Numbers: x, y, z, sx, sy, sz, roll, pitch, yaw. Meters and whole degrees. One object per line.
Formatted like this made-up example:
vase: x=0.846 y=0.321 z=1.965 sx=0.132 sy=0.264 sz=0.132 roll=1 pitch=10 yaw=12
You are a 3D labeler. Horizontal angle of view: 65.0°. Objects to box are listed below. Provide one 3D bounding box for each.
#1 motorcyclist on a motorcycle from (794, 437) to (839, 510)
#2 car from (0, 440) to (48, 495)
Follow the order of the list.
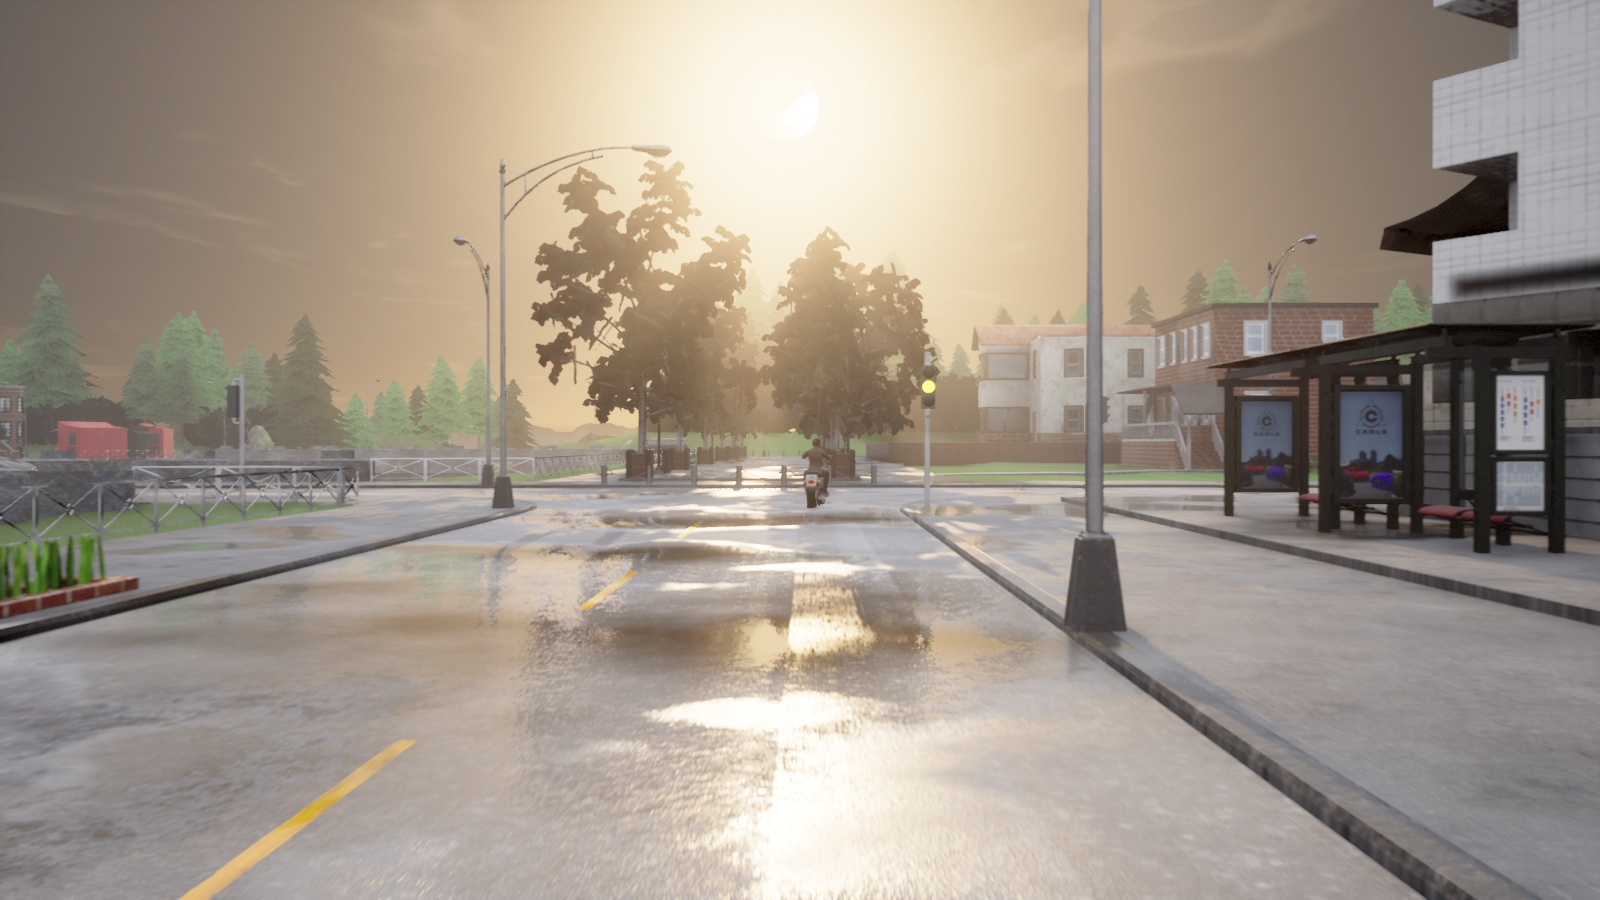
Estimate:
motorcyclist on a motorcycle: x=0.401 y=0.530 z=29.665 sx=0.766 sy=1.649 sz=2.350 roll=1 pitch=0 yaw=7
car: x=-24.180 y=0.473 z=35.636 sx=4.514 sy=1.525 sz=2.007 roll=0 pitch=0 yaw=2
